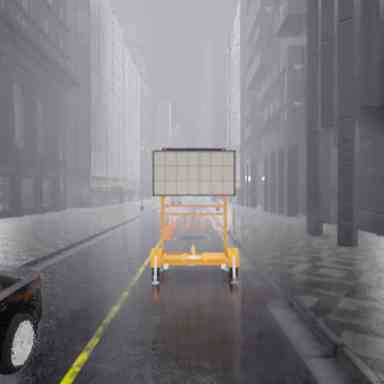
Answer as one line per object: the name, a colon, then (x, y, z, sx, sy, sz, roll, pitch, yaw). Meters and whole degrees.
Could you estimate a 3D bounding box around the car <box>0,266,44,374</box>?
car: (-3.096, 1.496, 2.820, 1.882, 1.535, 5.008, 0, 0, 0)

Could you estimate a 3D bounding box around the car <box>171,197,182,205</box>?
car: (-2.982, 1.814, 64.510, 2.128, 1.511, 4.902, 0, 0, 0)

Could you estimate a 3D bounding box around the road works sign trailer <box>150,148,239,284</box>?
road works sign trailer: (0.055, 0.521, 9.755, 2.380, 3.560, 2.880, 0, 0, -1)
